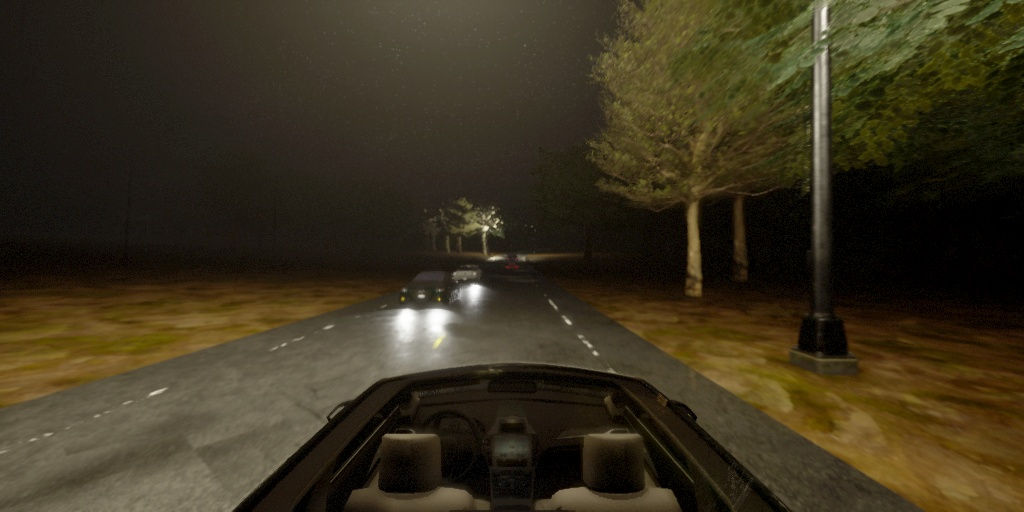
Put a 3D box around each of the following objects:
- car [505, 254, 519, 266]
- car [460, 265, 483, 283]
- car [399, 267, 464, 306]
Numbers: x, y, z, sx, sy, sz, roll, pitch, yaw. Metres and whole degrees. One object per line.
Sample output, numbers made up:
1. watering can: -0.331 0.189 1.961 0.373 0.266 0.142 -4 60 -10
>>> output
1. car: 0.010 0.633 64.325 2.150 2.045 5.566 0 1 0
2. car: -3.528 1.417 29.322 1.895 1.301 4.718 0 0 1
3. car: -3.543 1.384 15.999 1.994 1.385 4.181 0 0 0
